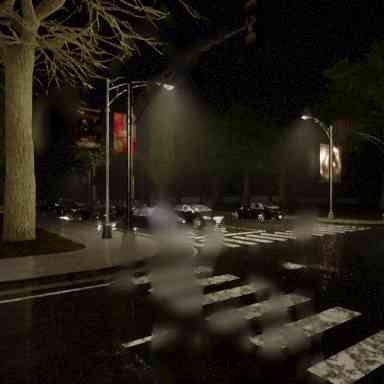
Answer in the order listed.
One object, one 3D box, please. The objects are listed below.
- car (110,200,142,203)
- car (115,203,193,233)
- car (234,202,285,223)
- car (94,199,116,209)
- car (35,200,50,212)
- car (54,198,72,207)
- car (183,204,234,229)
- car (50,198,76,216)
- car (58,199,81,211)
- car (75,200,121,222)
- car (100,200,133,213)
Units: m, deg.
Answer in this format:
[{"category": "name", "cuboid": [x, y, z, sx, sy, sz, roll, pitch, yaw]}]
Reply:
[{"category": "car", "cuboid": [-5.255, 1.474, 29.761, 2.097, 1.767, 4.553, 0, 0, -36]}, {"category": "car", "cuboid": [-2.509, 1.614, 20.450, 2.033, 1.411, 5.357, 0, 0, -36]}, {"category": "car", "cuboid": [5.177, 1.605, 26.801, 1.837, 1.490, 4.892, 0, 0, -36]}, {"category": "car", "cuboid": [-13.937, 1.824, 52.974, 1.812, 1.442, 4.674, 0, -1, -36]}, {"category": "car", "cuboid": [-19.012, 1.793, 43.218, 1.994, 1.385, 4.181, 0, -1, -35]}, {"category": "car", "cuboid": [-23.666, 1.906, 60.958, 1.837, 1.490, 4.892, 0, -1, -36]}, {"category": "car", "cuboid": [0.166, 1.568, 22.319, 2.128, 1.511, 4.902, 0, 0, -36]}, {"category": "car", "cuboid": [-13.143, 1.666, 35.090, 1.837, 1.490, 4.892, 0, 0, -36]}, {"category": "car", "cuboid": [-17.081, 1.774, 46.099, 1.812, 1.442, 4.674, 0, -1, -36]}, {"category": "car", "cuboid": [-7.941, 1.676, 27.926, 1.994, 1.385, 4.181, 0, 0, -36]}, {"category": "car", "cuboid": [-9.537, 1.748, 41.515, 2.033, 1.411, 5.357, 0, 0, -36]}]
